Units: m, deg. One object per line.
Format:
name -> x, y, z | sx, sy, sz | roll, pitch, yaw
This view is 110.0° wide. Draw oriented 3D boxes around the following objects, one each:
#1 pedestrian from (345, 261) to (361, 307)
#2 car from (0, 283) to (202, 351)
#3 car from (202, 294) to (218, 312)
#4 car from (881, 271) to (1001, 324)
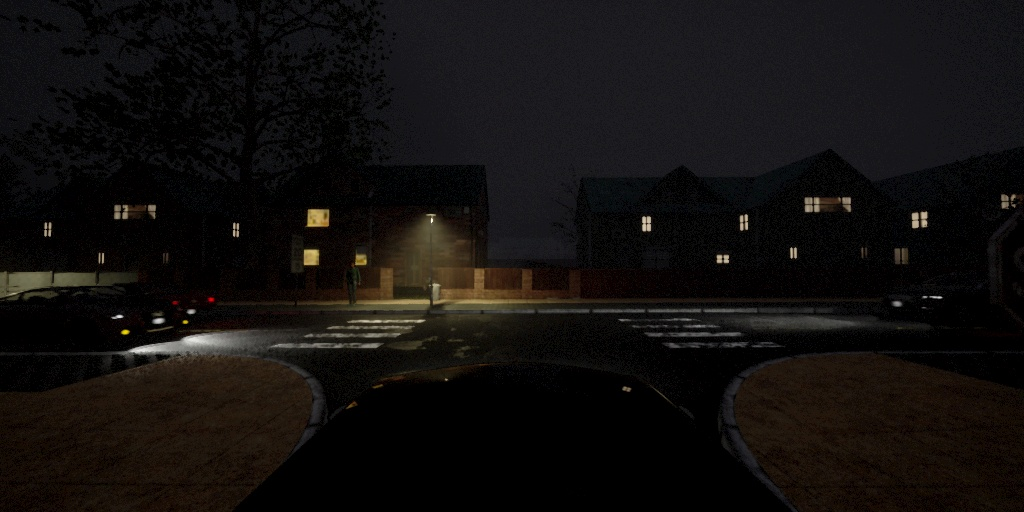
pedestrian -> -6.494, 1.113, 14.575 | 0.375, 1.860, 0.375 | 0, -1, 2
car -> -10.625, 1.427, 8.820 | 4.181, 1.385, 1.994 | -1, -1, 2
car -> -12.730, 1.561, 11.828 | 4.718, 1.301, 1.895 | -1, -1, 2
car -> 14.426, 1.200, 11.069 | 4.902, 1.511, 2.128 | 0, -1, 2
